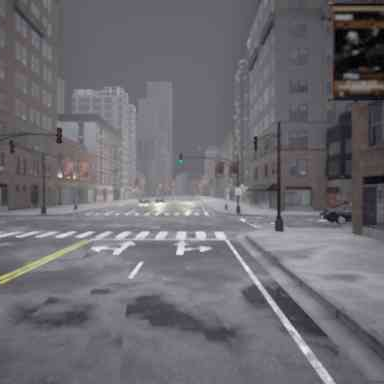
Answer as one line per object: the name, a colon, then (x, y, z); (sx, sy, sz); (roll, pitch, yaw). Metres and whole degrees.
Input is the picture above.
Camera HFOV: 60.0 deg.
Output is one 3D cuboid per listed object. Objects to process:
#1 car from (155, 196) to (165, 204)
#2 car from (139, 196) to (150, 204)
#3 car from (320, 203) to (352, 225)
car: (-6.481, 1.640, 68.048); (1.837, 1.490, 4.892); (0, 0, 0)
car: (-9.731, 1.661, 68.054); (2.128, 1.511, 4.902); (0, 0, 0)
car: (12.166, 1.640, 24.939); (4.892, 1.490, 1.837); (0, 0, 0)
